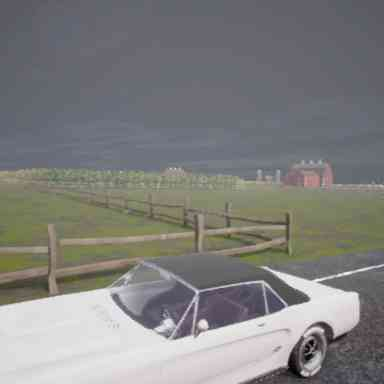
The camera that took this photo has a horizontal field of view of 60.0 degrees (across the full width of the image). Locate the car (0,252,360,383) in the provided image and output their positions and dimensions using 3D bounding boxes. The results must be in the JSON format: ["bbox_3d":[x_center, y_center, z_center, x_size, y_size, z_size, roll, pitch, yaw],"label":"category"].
[{"bbox_3d":[-0.205,1.508,3.898,4.718,1.301,1.895,0,1,-33],"label":"car"}]
